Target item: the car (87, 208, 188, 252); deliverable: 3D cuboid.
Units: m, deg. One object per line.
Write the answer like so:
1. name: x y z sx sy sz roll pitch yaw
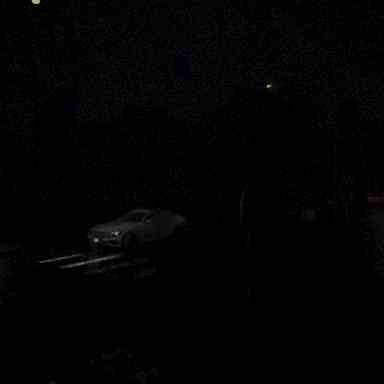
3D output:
1. car: -2.003 1.410 13.625 1.812 1.442 4.674 0 0 37

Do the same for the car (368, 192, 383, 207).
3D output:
1. car: 25.771 1.065 45.748 2.150 2.045 5.566 0 0 37

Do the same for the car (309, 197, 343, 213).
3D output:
1. car: 14.314 1.296 35.367 2.128 1.511 4.902 0 0 37

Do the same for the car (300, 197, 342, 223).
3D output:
1. car: 9.274 1.321 23.762 2.128 1.511 4.902 0 0 37
